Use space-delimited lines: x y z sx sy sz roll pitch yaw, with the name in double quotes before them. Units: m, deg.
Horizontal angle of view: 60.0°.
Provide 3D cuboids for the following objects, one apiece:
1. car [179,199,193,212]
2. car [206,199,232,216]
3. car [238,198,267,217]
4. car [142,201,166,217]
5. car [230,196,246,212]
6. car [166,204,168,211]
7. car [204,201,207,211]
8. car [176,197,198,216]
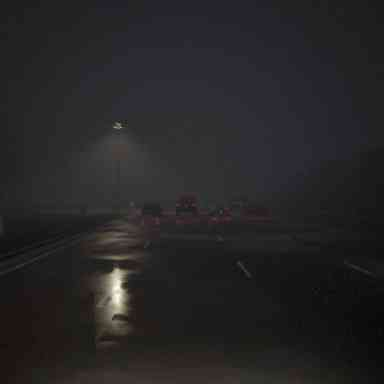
"car" -0.849 1.838 46.288 1.882 1.535 5.008 0 0 -1
"car" 2.889 1.803 35.976 1.812 1.442 4.674 0 0 -1
"car" 6.406 1.741 34.491 1.882 1.535 5.008 0 0 -1
"car" -4.105 1.753 35.120 1.882 1.535 5.008 0 0 -1
"car" 6.162 1.567 44.966 2.150 2.045 5.566 0 0 -1
"car" -4.337 1.900 45.041 2.033 1.411 5.357 0 0 -1
"car" 2.657 1.845 45.782 2.128 1.511 4.902 0 0 -1
"car" -0.599 1.501 35.964 2.150 2.045 5.566 0 0 -1
